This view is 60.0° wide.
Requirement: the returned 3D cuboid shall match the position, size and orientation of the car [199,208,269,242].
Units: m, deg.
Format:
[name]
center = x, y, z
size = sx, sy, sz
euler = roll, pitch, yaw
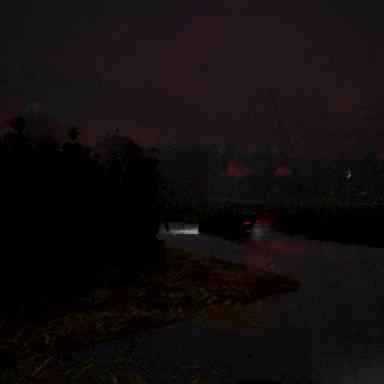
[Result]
[car]
center = 1.968, 1.606, 17.136
size = 1.837, 1.490, 4.892
euler = -3, 0, -24
